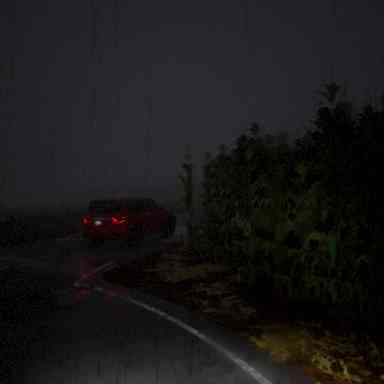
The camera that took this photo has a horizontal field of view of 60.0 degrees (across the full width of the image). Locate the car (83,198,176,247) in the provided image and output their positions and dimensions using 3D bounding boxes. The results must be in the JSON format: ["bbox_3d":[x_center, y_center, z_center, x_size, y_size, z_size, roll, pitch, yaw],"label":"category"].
[{"bbox_3d":[-2.718,1.276,15.676,2.150,2.045,5.566,-2,0,22],"label":"car"}]
